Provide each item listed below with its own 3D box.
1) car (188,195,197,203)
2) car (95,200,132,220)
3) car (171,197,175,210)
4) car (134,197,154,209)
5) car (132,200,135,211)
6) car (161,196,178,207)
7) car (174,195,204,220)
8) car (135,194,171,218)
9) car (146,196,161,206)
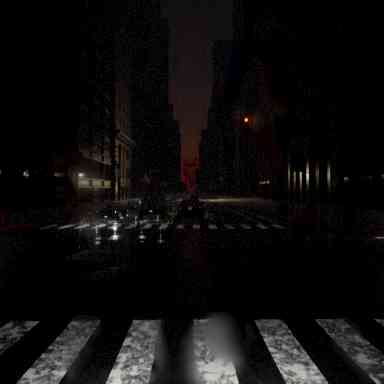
[{"bbox_3d":[0.101,1.433,68.953,1.837,1.490,4.892,0,0,0],"label":"car"},{"bbox_3d":[-6.617,1.588,27.860,1.895,1.301,4.718,0,0,1],"label":"car"},{"bbox_3d":[-3.346,1.468,39.999,2.128,1.511,4.902,0,0,0],"label":"car"},{"bbox_3d":[-6.591,1.462,46.384,2.128,1.511,4.902,0,0,0],"label":"car"},{"bbox_3d":[-6.598,1.580,36.975,1.895,1.301,4.718,0,0,0],"label":"car"},{"bbox_3d":[-3.331,1.457,50.421,2.128,1.511,4.902,0,0,0],"label":"car"},{"bbox_3d":[-0.058,1.338,28.121,2.097,1.767,4.553,0,0,2],"label":"car"},{"bbox_3d":[-3.349,1.207,29.905,2.150,2.045,5.566,0,0,0],"label":"car"},{"bbox_3d":[-6.558,1.503,57.039,2.033,1.411,5.357,0,0,0],"label":"car"}]
